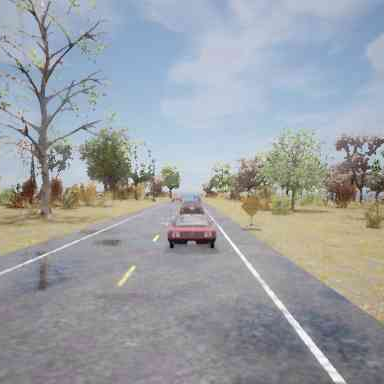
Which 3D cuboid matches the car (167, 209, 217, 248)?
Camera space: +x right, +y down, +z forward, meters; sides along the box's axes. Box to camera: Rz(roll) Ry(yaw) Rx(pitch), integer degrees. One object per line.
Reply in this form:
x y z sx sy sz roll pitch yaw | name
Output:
0.000 1.626 14.681 1.895 1.301 4.718 0 0 0 | car

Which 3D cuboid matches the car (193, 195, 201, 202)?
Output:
1.225 1.571 84.827 2.097 1.767 4.553 0 0 0 | car

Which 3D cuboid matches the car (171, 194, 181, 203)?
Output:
-3.500 1.400 76.715 2.150 2.045 5.566 0 0 0 | car

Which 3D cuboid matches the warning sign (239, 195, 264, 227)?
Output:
3.545 1.131 19.861 1.300 1.860 1.060 0 0 0 | warning sign

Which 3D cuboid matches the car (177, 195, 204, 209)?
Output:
0.001 1.400 29.622 2.097 1.767 4.553 0 0 0 | car
